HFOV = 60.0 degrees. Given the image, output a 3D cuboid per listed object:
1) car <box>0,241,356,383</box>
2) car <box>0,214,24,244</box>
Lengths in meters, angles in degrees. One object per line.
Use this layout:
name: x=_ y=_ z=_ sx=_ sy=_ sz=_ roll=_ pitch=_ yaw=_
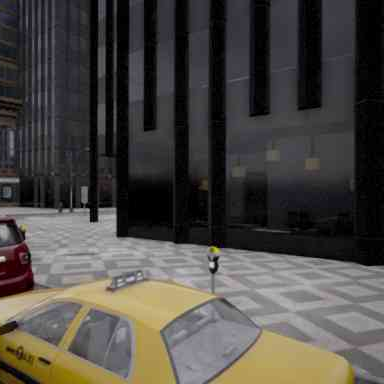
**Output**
car: x=-0.872 y=1.524 z=3.574 sx=4.829 sy=1.417 sz=1.752 roll=0 pitch=0 yaw=35
car: x=-5.166 y=1.311 z=6.604 sx=5.009 sy=1.841 sz=2.192 roll=0 pitch=0 yaw=35
